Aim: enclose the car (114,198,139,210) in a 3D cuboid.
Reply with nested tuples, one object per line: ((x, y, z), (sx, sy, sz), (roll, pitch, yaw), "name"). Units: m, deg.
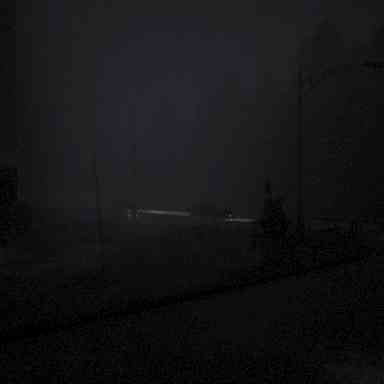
((-8.587, 1.492, 43.566), (2.128, 1.511, 4.902), (0, 0, -35), "car")

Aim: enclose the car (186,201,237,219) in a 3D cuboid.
((1.580, 1.546, 29.344), (2.033, 1.411, 5.357), (0, 0, -36), "car")

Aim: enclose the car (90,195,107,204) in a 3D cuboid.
((-18.055, 1.351, 63.971), (2.097, 1.767, 4.553), (0, 0, -35), "car")
